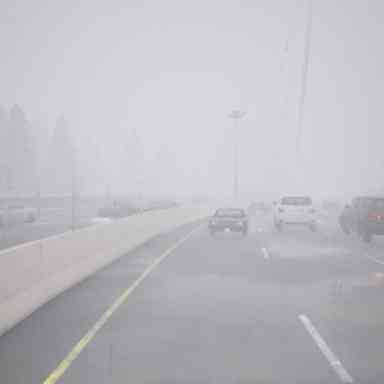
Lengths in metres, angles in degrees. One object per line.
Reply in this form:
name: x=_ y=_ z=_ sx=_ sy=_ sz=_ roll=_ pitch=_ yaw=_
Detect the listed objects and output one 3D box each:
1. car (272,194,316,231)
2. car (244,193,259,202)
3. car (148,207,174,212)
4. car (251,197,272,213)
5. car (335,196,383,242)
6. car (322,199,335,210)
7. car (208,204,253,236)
car: x=6.195 y=1.154 z=20.320 sx=2.150 sy=2.045 sz=5.566 roll=0 pitch=0 yaw=13
car: x=11.908 y=1.096 z=66.028 sx=2.097 sy=1.767 sz=4.553 roll=0 pitch=0 yaw=22
car: x=-2.704 y=1.338 z=28.243 sx=1.882 sy=1.535 sz=5.008 roll=0 pitch=0 yaw=17
car: x=7.247 y=1.397 z=35.057 sx=1.812 sy=1.442 sz=4.674 roll=0 pitch=0 yaw=21
car: x=8.822 y=1.185 z=15.977 sx=2.150 sy=2.045 sz=5.566 roll=0 pitch=0 yaw=11
car: x=16.437 y=1.490 z=39.359 sx=1.895 sy=1.301 sz=4.718 roll=0 pitch=0 yaw=22
car: x=2.141 y=1.527 z=18.155 sx=1.895 sy=1.301 sz=4.718 roll=0 pitch=0 yaw=12
